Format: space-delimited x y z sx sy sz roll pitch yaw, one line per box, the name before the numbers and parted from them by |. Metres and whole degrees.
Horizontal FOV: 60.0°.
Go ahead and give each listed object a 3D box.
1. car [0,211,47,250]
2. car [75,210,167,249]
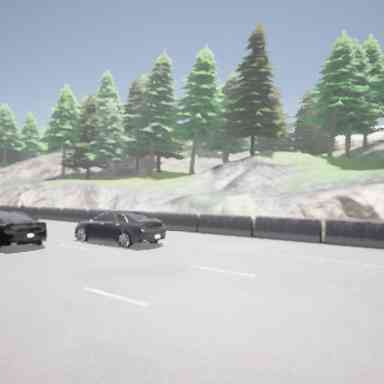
car | -8.309 1.558 14.485 5.008 1.535 1.882 0 0 36
car | -3.369 1.598 15.192 4.892 1.490 1.837 0 0 36
